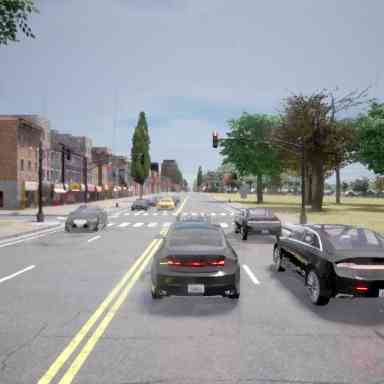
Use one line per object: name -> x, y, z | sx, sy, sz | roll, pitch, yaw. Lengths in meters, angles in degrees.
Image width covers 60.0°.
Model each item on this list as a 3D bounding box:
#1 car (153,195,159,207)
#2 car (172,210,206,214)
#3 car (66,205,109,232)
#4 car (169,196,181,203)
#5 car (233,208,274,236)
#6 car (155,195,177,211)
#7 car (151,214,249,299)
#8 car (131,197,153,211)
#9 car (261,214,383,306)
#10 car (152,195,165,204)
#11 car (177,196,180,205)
car -> -6.605, 1.591, 53.489 | 2.033, 1.411, 5.357 | 0, 0, 0
car -> 0.048, 1.690, 17.811 | 1.895, 1.301, 4.718 | 0, 0, 0
car -> -6.470, 1.599, 20.974 | 2.128, 1.511, 4.902 | 1, 0, -6
car -> -3.293, 1.475, 66.554 | 2.033, 1.411, 5.357 | 0, 0, 0
car -> 3.294, 1.577, 17.275 | 2.128, 1.511, 4.902 | 0, 0, 0
car -> -3.357, 1.588, 43.704 | 1.882, 1.535, 5.008 | 0, 0, 1
car -> 0.080, 1.531, 8.506 | 1.837, 1.490, 4.892 | 0, 0, 0
car -> -6.609, 1.677, 43.124 | 1.994, 1.385, 4.181 | 0, 0, 0
car -> 3.328, 1.515, 8.065 | 2.128, 1.511, 4.902 | 0, 0, 0
car -> -6.550, 1.427, 65.435 | 2.128, 1.511, 4.902 | 0, 1, 0
car -> -3.352, 1.607, 53.617 | 1.994, 1.385, 4.181 | 0, 0, 0
